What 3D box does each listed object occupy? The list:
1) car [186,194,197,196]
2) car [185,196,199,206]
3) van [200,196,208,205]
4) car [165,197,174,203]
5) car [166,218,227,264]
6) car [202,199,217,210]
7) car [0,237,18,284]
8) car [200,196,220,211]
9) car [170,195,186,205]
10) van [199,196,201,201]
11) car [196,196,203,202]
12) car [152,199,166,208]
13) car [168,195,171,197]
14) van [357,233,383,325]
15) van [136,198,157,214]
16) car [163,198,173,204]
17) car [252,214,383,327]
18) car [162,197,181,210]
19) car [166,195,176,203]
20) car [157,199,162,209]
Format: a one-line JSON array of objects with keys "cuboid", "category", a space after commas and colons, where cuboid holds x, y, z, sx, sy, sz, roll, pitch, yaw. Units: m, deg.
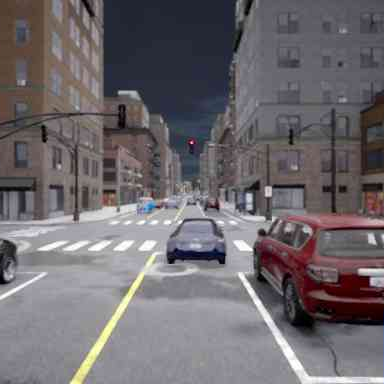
[{"cuboid": [-0.138, 1.814, 74.223, 1.994, 1.385, 4.181, 0, 0, 0], "category": "car"}, {"cuboid": [-0.063, 1.937, 64.531, 1.994, 1.385, 4.181, 0, 0, 0], "category": "car"}, {"cuboid": [2.547, 1.754, 71.458, 1.690, 1.788, 3.998, 0, 0, 0], "category": "van"}, {"cuboid": [-5.550, 2.040, 82.251, 1.947, 1.339, 4.313, 0, 0, 0], "category": "car"}, {"cuboid": [0.252, 1.636, 12.196, 1.994, 1.385, 4.181, 0, 0, 4], "category": "car"}, {"cuboid": [2.608, 1.841, 49.831, 2.008, 1.369, 4.403, 0, 0, 0], "category": "car"}, {"cuboid": [-5.399, 1.609, 7.039, 1.947, 1.339, 4.313, 0, 0, 0], "category": "car"}, {"cuboid": [2.623, 1.574, 44.427, 2.192, 1.841, 5.009, 0, 0, 0], "category": "car"}, {"cuboid": [-2.879, 1.890, 67.251, 2.128, 1.511, 4.902, 0, 0, 0], "category": "car"}, {"cuboid": [2.577, 1.693, 60.645, 1.690, 1.788, 3.998, 0, 0, 0], "category": "van"}, {"cuboid": [2.087, 1.893, 93.939, 2.097, 1.767, 4.553, 0, 0, 0], "category": "car"}, {"cuboid": [-5.506, 1.865, 55.221, 1.887, 1.381, 4.507, 0, 0, 0], "category": "car"}, {"cuboid": [-5.532, 1.937, 71.270, 1.752, 1.417, 4.829, 0, 0, 0], "category": "car"}, {"cuboid": [2.636, 1.351, 1.544, 1.690, 1.788, 3.998, 0, 0, 0], "category": "van"}, {"cuboid": [-5.480, 1.569, 39.004, 1.690, 1.788, 3.998, 0, 0, 0], "category": "van"}, {"cuboid": [-5.541, 1.995, 76.845, 2.008, 1.369, 4.403, 0, 0, 0], "category": "car"}, {"cuboid": [2.626, 1.358, 7.056, 2.192, 1.841, 5.009, 0, 0, 0], "category": "car"}, {"cuboid": [-2.926, 1.810, 48.913, 1.812, 1.442, 4.674, 0, 0, 0], "category": "car"}, {"cuboid": [-5.559, 1.820, 87.659, 2.192, 1.841, 5.009, 0, 0, 0], "category": "car"}, {"cuboid": [-5.497, 1.856, 49.815, 1.947, 1.339, 4.313, 0, 0, 0], "category": "car"}]
